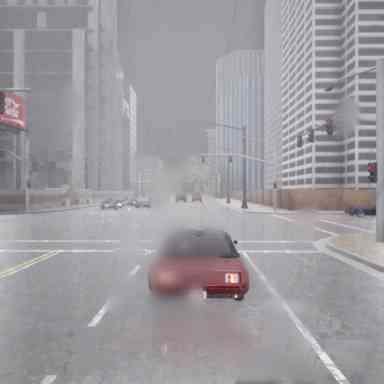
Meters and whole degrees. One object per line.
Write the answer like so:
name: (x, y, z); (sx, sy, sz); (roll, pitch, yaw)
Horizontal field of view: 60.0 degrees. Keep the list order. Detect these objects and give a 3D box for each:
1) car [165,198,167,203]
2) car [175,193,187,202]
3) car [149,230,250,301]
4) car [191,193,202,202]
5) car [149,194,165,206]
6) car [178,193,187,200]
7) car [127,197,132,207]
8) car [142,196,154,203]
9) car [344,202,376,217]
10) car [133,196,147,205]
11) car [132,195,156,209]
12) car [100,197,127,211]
car: (-6.090, 1.601, 65.919); (1.895, 1.301, 4.718); (0, 0, 1)
car: (-2.452, 1.216, 73.445); (2.150, 2.045, 5.566); (0, 0, 1)
car: (0.216, 1.601, 8.322); (1.895, 1.301, 4.718); (0, 0, 2)
car: (1.048, 1.216, 73.394); (2.150, 2.045, 5.566); (0, 0, 1)
car: (-6.289, 1.491, 55.815); (2.128, 1.511, 4.902); (0, 0, 1)
car: (-2.297, 1.184, 84.085); (2.097, 1.767, 4.553); (0, 0, 1)
car: (-9.855, 1.491, 51.919); (2.128, 1.511, 4.902); (0, 0, 1)
car: (-9.472, 1.524, 72.079); (1.812, 1.442, 4.674); (0, 0, 1)
car: (16.547, 1.601, 30.443); (4.718, 1.301, 1.895); (0, 0, 1)
car: (-9.677, 1.525, 61.822); (1.812, 1.442, 4.674); (0, 0, 1)
car: (-6.460, 1.525, 44.785); (1.812, 1.442, 4.674); (0, 0, 1)
car: (-10.009, 1.493, 41.639); (2.128, 1.511, 4.902); (0, 0, 1)
